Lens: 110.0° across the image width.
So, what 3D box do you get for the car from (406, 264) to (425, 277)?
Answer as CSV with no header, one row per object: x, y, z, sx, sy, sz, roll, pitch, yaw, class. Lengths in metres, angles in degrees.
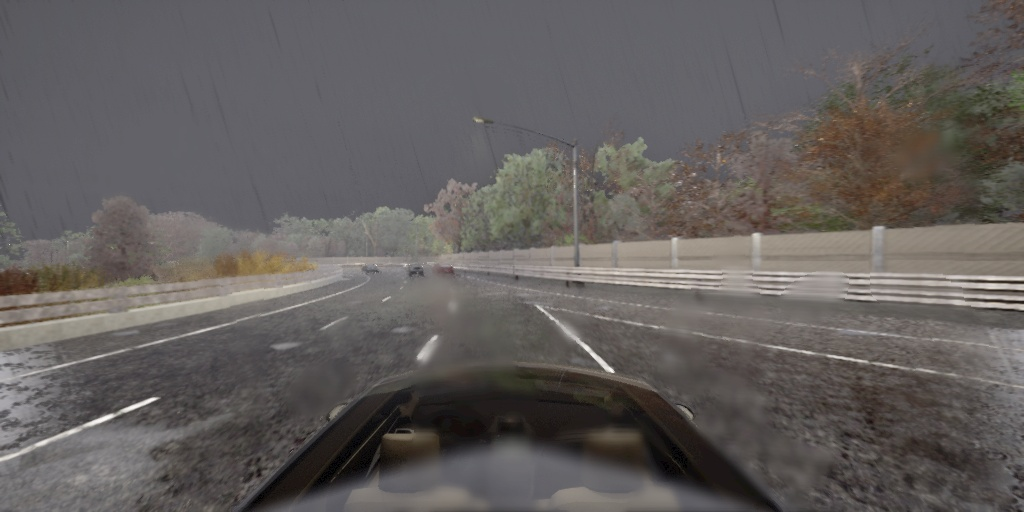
-12.071,1.790,44.635,1.837,1.490,4.892,0,-1,-22,car

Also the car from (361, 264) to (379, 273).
-23.392,2.101,59.029,2.033,1.411,5.357,0,-1,-33,car

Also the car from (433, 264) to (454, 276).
-8.843,1.737,46.125,1.882,1.535,5.008,0,-1,-23,car
